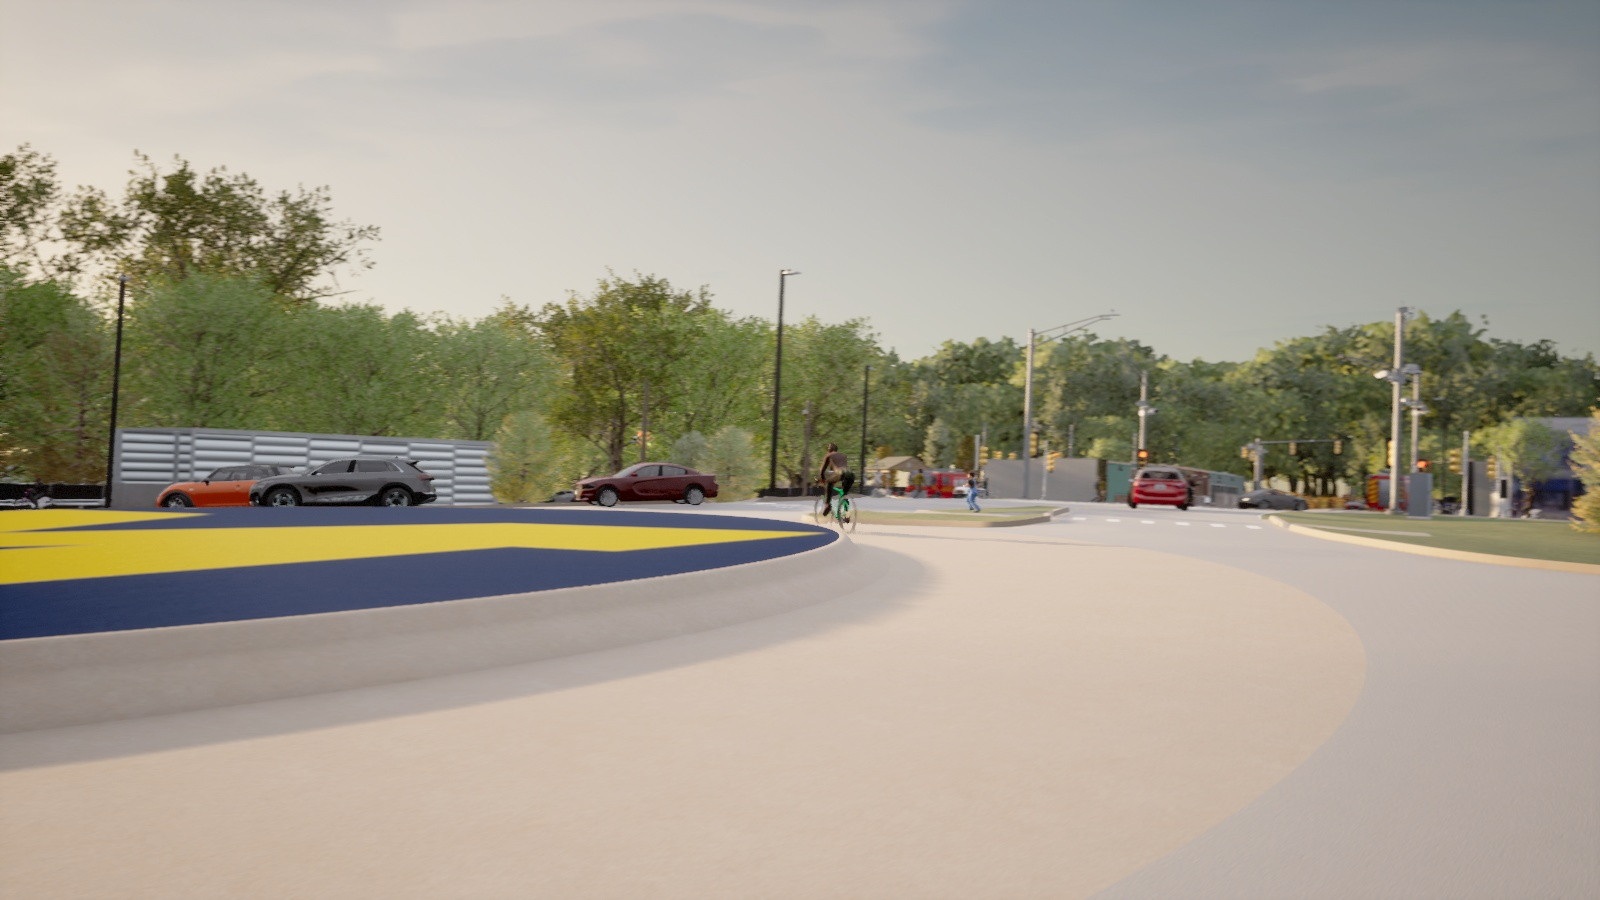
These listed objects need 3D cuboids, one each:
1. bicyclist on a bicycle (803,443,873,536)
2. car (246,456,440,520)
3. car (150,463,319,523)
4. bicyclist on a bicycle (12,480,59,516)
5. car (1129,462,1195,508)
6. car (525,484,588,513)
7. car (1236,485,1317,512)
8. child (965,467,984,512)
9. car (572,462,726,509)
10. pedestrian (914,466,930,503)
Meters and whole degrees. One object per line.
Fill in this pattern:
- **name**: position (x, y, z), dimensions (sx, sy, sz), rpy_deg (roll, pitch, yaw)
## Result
- **bicyclist on a bicycle**: position (0.672, 0.699, 22.781), dimensions (0.582, 1.620, 1.656), rpy_deg (1, -1, -25)
- **car**: position (-12.503, 1.053, 34.666), dimensions (4.856, 1.649, 2.033), rpy_deg (0, -3, -14)
- **car**: position (-18.404, 1.389, 40.998), dimensions (4.553, 1.767, 2.097), rpy_deg (-2, -1, -1)
- **bicyclist on a bicycle**: position (-38.611, 2.429, 63.432), dimensions (0.659, 1.776, 1.843), rpy_deg (1, -1, 35)
- **car**: position (14.354, 1.377, 50.019), dimensions (2.242, 1.667, 4.611), rpy_deg (2, -1, 13)
- **car**: position (-16.629, 3.299, 85.968), dimensions (1.905, 1.878, 3.866), rpy_deg (1, -1, 38)
- **car**: position (28.585, 2.905, 75.338), dimensions (4.181, 1.385, 1.994), rpy_deg (3, -2, -18)
- **child**: position (5.080, 1.150, 36.535), dimensions (0.437, 1.263, 0.270), rpy_deg (1, -2, 25)
- **car**: position (-5.266, 1.209, 43.797), dimensions (5.008, 1.535, 1.882), rpy_deg (0, -1, -22)
- **pedestrian**: position (6.312, 1.785, 64.956), dimensions (0.709, 1.840, 0.431), rpy_deg (4, -3, -42)
